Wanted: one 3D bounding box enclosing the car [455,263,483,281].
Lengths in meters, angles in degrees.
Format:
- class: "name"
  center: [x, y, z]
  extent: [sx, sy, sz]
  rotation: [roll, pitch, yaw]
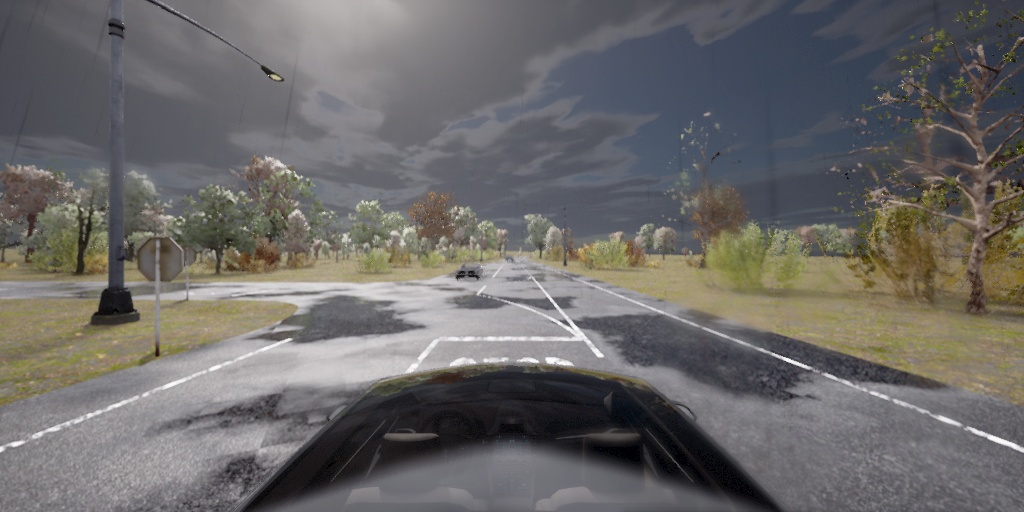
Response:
- class: "car"
  center: [-3.448, 1.262, 29.477]
  extent: [1.895, 1.301, 4.718]
  rotation: [0, 0, 0]
